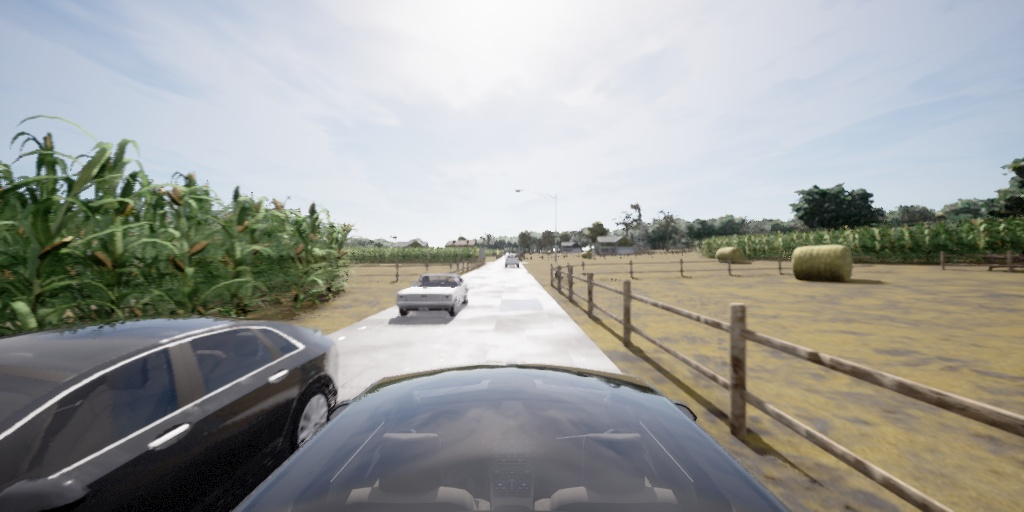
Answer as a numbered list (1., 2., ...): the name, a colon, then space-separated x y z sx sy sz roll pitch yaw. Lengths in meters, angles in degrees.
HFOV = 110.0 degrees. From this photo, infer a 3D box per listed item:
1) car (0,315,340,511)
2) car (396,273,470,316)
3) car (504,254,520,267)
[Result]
1. car: -2.842 1.253 2.124 1.837 1.490 4.892 0 1 0
2. car: -2.750 1.332 13.380 1.895 1.301 4.718 0 0 0
3. car: -0.001 0.690 56.016 2.150 2.045 5.566 0 0 0
